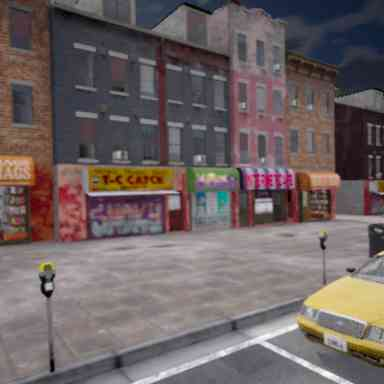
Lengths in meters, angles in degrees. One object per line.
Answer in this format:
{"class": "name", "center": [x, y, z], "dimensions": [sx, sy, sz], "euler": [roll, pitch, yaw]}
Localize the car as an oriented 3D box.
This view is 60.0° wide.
{"class": "car", "center": [3.716, 1.525, 5.483], "dimensions": [4.829, 1.417, 1.752], "euler": [0, -1, -35]}
